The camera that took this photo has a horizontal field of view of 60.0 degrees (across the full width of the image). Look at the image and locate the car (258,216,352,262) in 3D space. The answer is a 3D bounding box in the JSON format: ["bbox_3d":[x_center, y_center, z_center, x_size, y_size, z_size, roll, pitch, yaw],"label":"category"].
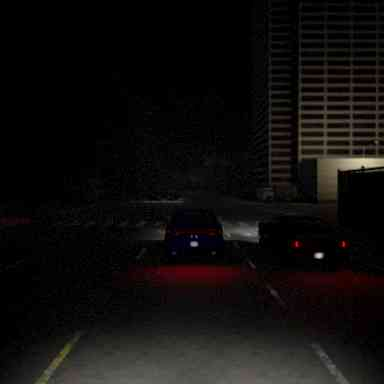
[{"bbox_3d":[3.576,1.468,11.541,1.895,1.301,4.718,0,1,0],"label":"car"}]

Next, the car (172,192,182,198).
[{"bbox_3d":[-3.431,0.652,74.934,1.994,1.385,4.181,0,1,0],"label":"car"}]

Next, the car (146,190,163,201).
[{"bbox_3d":[-6.981,0.870,59.572,2.033,1.411,5.357,0,1,1],"label":"car"}]

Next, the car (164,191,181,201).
[{"bbox_3d":[-3.485,0.828,59.540,1.837,1.490,4.892,0,1,1],"label":"car"}]

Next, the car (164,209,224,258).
[{"bbox_3d":[0.079,1.338,12.162,1.882,1.535,5.008,0,1,0],"label":"car"}]
